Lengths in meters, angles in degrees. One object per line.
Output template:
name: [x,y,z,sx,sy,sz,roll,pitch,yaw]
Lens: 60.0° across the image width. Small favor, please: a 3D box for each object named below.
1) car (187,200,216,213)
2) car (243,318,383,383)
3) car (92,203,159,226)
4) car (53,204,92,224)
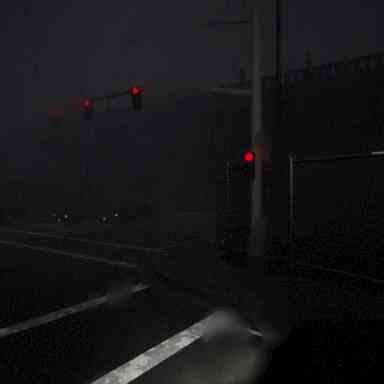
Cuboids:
car: [1.262,1.620,38.417,1.994,1.385,4.181,0,0,35]
car: [2.940,1.547,1.869,5.357,1.411,2.033,0,0,36]
car: [-4.467,1.548,24.338,2.128,1.511,4.902,0,0,35]
car: [-7.858,1.603,25.610,2.033,1.411,5.357,0,0,35]
